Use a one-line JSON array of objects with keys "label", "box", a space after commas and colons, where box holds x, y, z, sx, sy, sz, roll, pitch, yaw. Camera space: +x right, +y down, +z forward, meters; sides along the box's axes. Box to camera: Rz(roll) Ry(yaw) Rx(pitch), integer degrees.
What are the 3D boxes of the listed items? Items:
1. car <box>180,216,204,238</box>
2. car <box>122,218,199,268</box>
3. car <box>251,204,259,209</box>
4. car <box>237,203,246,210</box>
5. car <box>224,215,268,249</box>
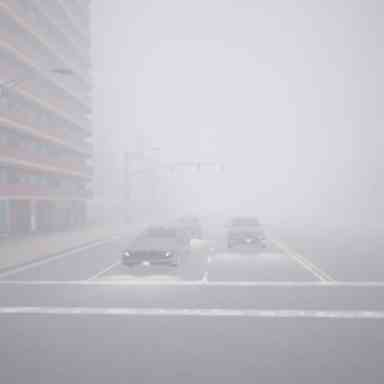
[{"label": "car", "box": [-0.209, 2.318, 22.728, 1.994, 1.385, 4.181, -1, -2, 5]}, {"label": "car", "box": [-1.160, 2.032, 13.540, 2.033, 1.411, 5.357, -1, -2, 7]}, {"label": "car", "box": [16.772, 3.870, 89.257, 1.812, 1.442, 4.674, -1, -2, 5]}, {"label": "car", "box": [13.282, 3.781, 89.564, 2.097, 1.767, 4.553, -1, -2, 5]}, {"label": "car", "box": [2.791, 2.034, 17.515, 1.837, 1.490, 4.892, -1, -2, 6]}]
